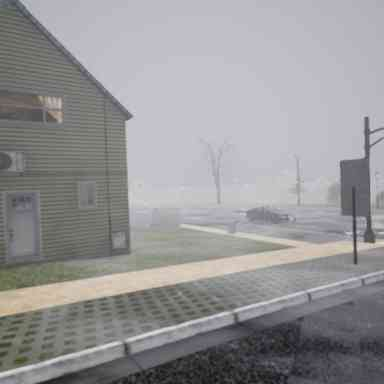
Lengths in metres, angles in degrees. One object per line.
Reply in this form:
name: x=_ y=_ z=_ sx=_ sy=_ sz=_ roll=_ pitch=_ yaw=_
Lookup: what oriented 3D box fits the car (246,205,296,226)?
car: x=6.524 y=1.889 z=27.938 sx=2.128 sy=1.511 sz=4.902 roll=-3 pitch=1 yaw=-30
